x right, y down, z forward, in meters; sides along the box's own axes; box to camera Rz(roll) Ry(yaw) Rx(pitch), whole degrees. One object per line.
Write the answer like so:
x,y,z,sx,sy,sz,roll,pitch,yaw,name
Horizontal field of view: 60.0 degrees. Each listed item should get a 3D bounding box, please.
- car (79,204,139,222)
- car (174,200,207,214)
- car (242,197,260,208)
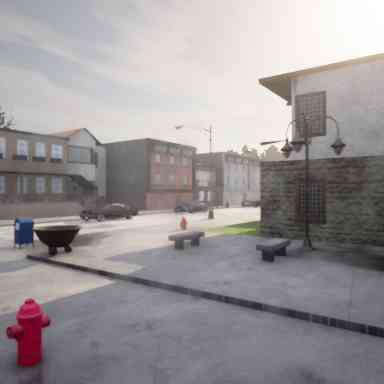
-6.555,1.612,26.478,1.895,1.301,4.718,0,0,35,car
-0.109,1.575,35.529,1.994,1.385,4.181,0,0,35,car
8.889,1.504,48.040,2.128,1.511,4.902,0,0,36,car
